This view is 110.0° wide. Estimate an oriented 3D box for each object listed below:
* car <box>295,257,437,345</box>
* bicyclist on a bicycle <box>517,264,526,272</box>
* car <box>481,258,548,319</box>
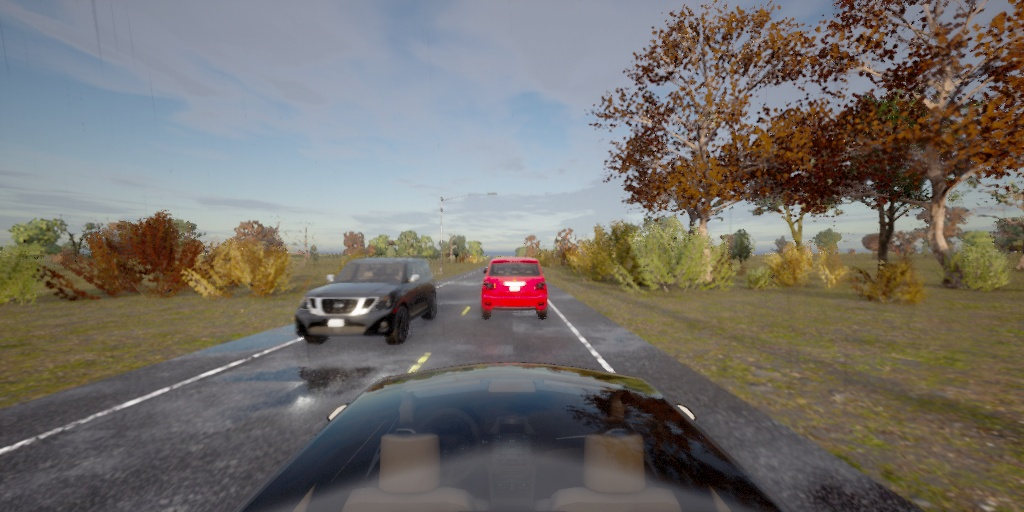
[{"bbox_3d":[-3.612,1.049,10.121,2.150,2.045,5.566,0,-1,0],"label":"car"},{"bbox_3d":[0.881,1.371,29.041,0.659,1.776,1.843,0,0,0],"label":"bicyclist on a bicycle"},{"bbox_3d":[0.074,1.081,13.488,2.150,2.045,5.566,0,0,0],"label":"car"}]
